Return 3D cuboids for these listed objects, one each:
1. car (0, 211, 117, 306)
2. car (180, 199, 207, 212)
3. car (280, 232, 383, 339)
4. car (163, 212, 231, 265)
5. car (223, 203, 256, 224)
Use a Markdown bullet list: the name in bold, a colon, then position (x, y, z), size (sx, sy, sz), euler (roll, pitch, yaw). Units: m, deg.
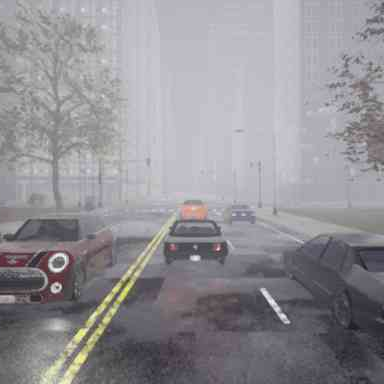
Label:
- **car**: position (-3.347, 1.342, 8.260), size (2.097, 1.767, 4.553), euler (0, 0, 0)
- **car**: position (0.104, 1.312, 27.164), size (2.097, 1.767, 4.553), euler (0, 0, 0)
- **car**: position (3.348, 1.540, 6.779), size (2.033, 1.411, 5.357), euler (0, 0, 0)
- **car**: position (0.102, 1.586, 11.646), size (1.895, 1.301, 4.718), euler (0, 0, 0)
- **car**: position (3.355, 1.513, 24.166), size (2.033, 1.411, 5.357), euler (0, 0, 0)
